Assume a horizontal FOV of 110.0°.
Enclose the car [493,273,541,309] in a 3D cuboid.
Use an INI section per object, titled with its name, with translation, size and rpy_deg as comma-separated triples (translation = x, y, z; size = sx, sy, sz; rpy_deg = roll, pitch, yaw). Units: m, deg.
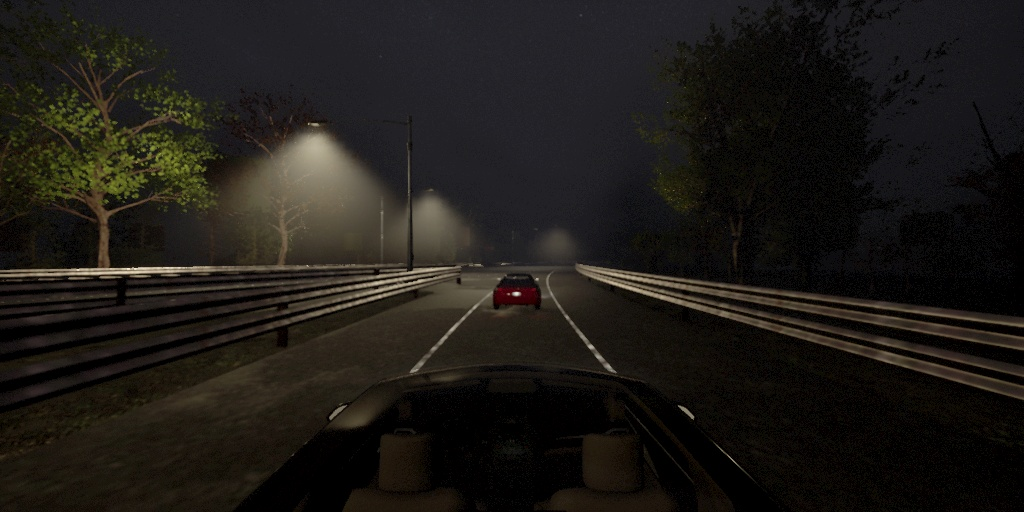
[car]
translation = 0.268, 1.439, 15.813
size = 1.994, 1.385, 4.181
rpy_deg = 0, 0, 3
